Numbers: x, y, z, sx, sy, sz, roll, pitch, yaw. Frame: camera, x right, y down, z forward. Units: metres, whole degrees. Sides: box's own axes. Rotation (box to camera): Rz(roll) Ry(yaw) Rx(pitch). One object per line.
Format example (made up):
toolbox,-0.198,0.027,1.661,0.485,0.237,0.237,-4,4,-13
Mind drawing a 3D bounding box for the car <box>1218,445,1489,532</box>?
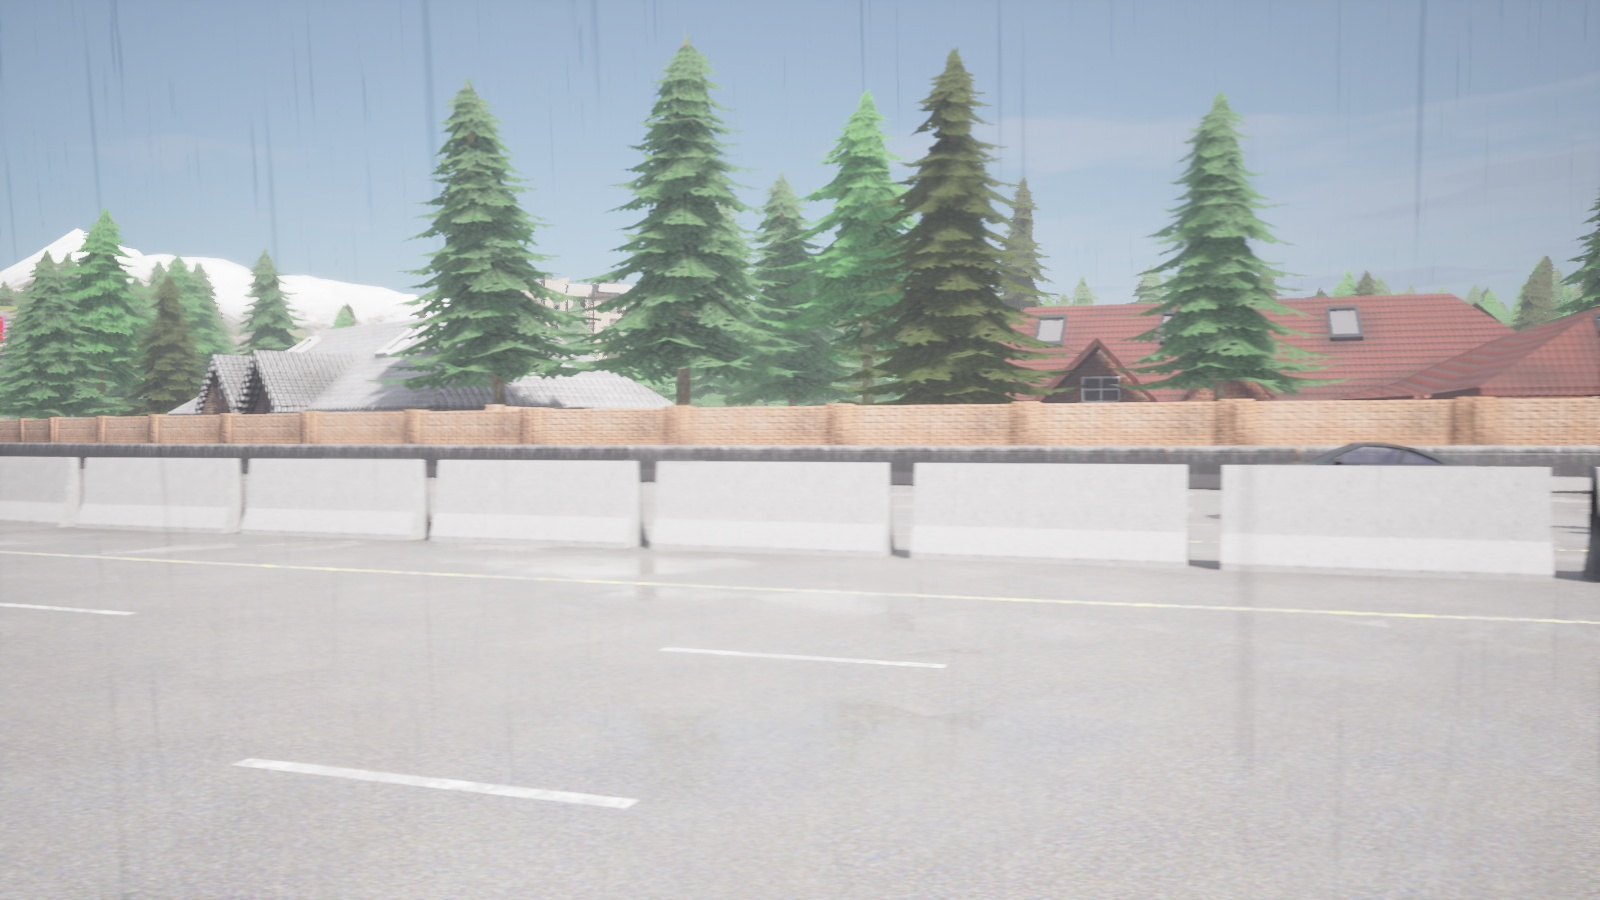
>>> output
car,9.586,0.628,22.147,4.181,1.385,1.994,1,1,18
